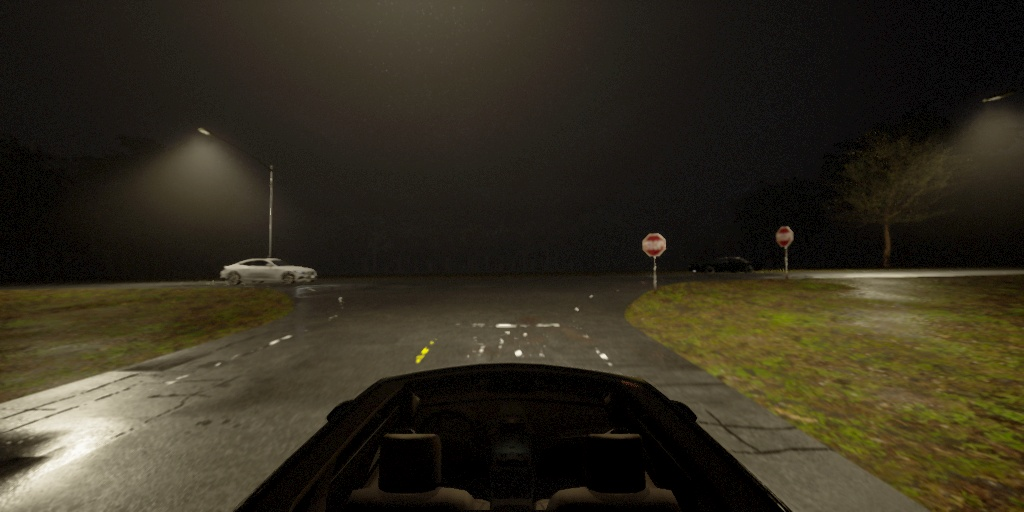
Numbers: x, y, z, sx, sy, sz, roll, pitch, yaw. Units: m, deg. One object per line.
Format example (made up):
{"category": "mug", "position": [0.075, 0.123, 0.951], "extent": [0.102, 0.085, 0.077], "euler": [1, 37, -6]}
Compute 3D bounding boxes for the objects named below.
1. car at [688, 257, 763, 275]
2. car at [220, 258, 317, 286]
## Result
{"category": "car", "position": [15.779, 0.753, 26.751], "extent": [4.718, 1.301, 1.895], "euler": [-1, -2, -1]}
{"category": "car", "position": [-13.144, 0.848, 19.489], "extent": [4.674, 1.442, 1.812], "euler": [0, -2, 1]}
